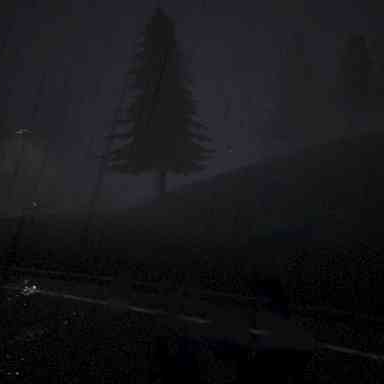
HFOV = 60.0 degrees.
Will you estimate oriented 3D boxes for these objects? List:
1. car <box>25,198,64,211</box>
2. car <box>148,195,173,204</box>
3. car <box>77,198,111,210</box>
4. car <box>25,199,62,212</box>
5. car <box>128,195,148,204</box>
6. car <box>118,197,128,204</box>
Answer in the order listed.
[{"bbox_3d":[-19.406,1.629,44.008,1.812,1.442,4.674,-1,0,26],"label":"car"},{"bbox_3d":[-5.084,1.206,57.545,1.837,1.490,4.892,-1,0,26],"label":"car"},{"bbox_3d":[-12.405,1.468,42.444,1.882,1.535,5.008,-1,1,26],"label":"car"},{"bbox_3d":[-17.608,1.658,39.682,1.994,1.385,4.181,-1,0,26],"label":"car"},{"bbox_3d":[-8.512,1.321,58.503,1.882,1.535,5.008,-1,0,26],"label":"car"},{"bbox_3d":[-11.406,1.550,60.540,1.895,1.301,4.718,-1,0,26],"label":"car"}]
